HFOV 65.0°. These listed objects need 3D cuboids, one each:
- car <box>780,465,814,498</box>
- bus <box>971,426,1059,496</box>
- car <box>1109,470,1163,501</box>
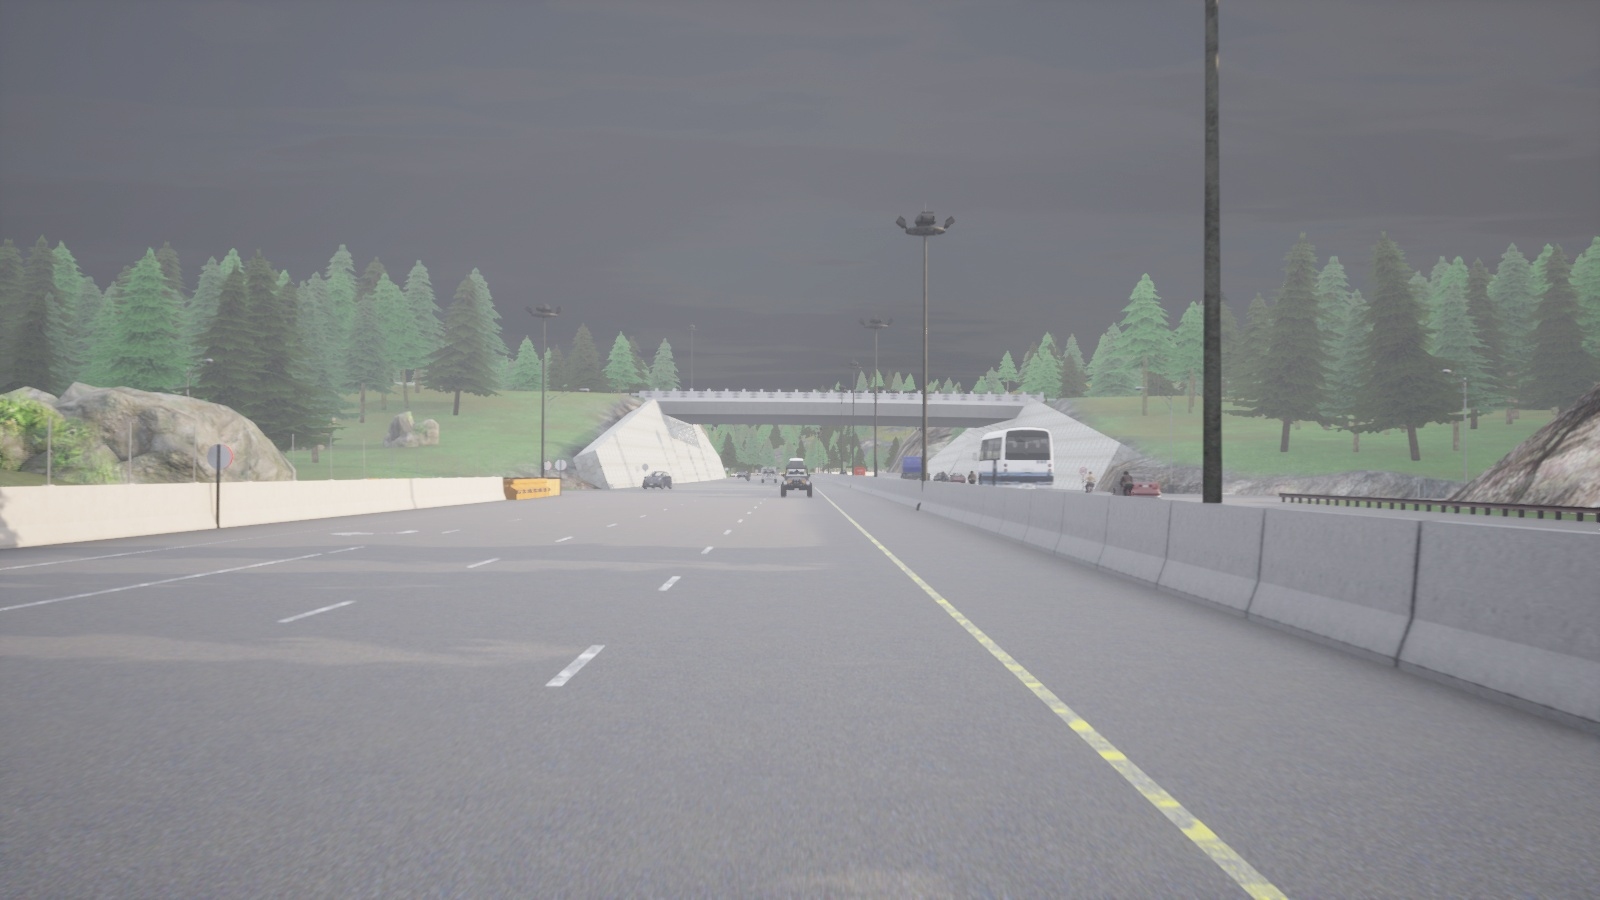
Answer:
[{"bbox_3d":[-0.181,1.854,74.265,1.905,1.878,3.866,0,-1,0],"label":"car"},{"bbox_3d":[13.796,0.751,81.750,3.944,4.253,10.273,0,-1,0],"label":"bus"},{"bbox_3d":[17.342,1.811,64.913,1.789,1.549,3.705,0,-1,0],"label":"car"}]
